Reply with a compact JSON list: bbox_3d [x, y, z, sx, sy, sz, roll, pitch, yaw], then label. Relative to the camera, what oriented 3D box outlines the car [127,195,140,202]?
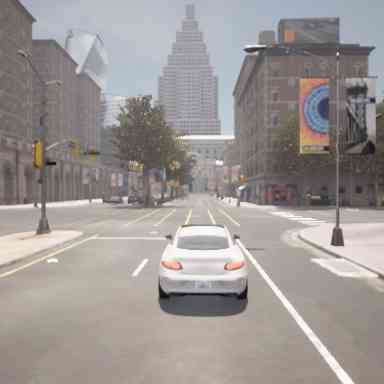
[{"bbox_3d":[-13.268,1.472,75.475,1.994,1.385,4.181,0,0,1],"label":"car"}]

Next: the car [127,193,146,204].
[{"bbox_3d":[-10.171,1.159,60.304,2.150,2.045,5.566,0,0,2],"label":"car"}]

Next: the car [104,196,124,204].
[{"bbox_3d":[-13.676,1.484,60.020,2.033,1.411,5.357,0,0,2],"label":"car"}]

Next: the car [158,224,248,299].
[{"bbox_3d":[0.266,1.517,8.302,1.812,1.442,4.674,0,0,2],"label":"car"}]

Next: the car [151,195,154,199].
[{"bbox_3d":[-9.761,1.472,75.755,1.994,1.385,4.181,0,0,1],"label":"car"}]

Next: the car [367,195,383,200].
[{"bbox_3d":[36.008,1.407,67.556,2.231,1.521,4.892,0,0,1],"label":"car"}]

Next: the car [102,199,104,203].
[{"bbox_3d":[-16.705,1.523,67.376,1.895,1.301,4.718,0,0,1],"label":"car"}]
